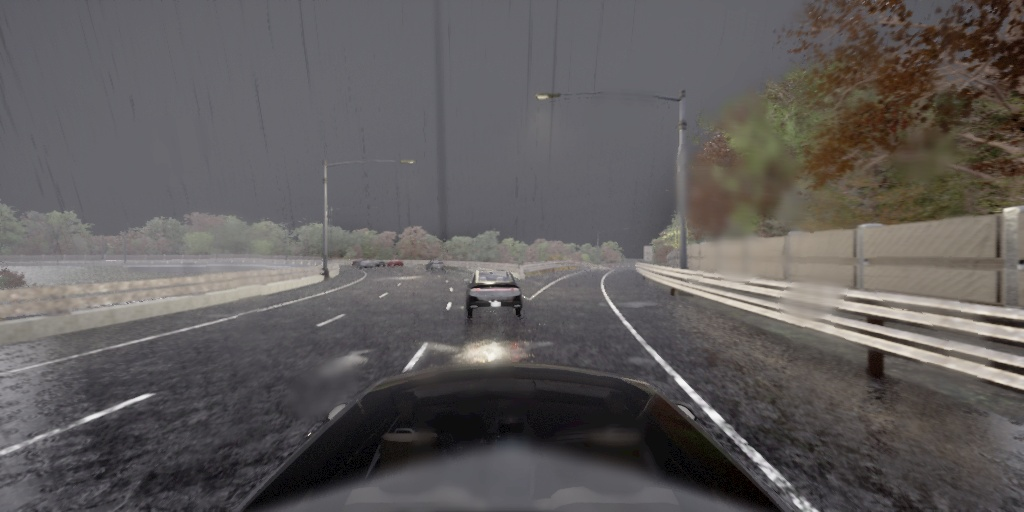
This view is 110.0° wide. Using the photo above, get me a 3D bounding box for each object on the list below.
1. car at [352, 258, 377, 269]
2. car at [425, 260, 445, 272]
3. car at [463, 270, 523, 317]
[{"bbox_3d":[-24.909,1.449,60.305,2.033,1.411,5.357,0,0,-36],"label":"car"},{"bbox_3d":[-10.378,1.306,48.288,2.128,1.511,4.902,0,0,-25],"label":"car"},{"bbox_3d":[-0.754,1.247,13.278,2.128,1.511,4.902,0,0,-6],"label":"car"}]
